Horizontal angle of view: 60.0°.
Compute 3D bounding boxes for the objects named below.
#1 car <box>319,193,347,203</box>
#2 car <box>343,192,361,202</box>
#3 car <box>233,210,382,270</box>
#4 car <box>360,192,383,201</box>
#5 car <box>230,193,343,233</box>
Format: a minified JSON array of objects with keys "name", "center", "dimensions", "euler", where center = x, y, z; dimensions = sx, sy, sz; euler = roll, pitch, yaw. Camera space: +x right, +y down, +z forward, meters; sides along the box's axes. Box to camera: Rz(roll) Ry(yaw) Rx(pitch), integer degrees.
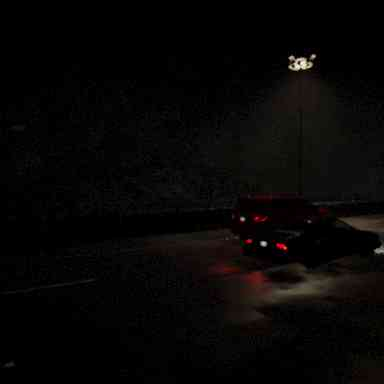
[{"name":"car","center":[23.261,0.972,54.779],"dimensions":[4.892,1.490,1.837],"euler":[-1,1,-35]},{"name":"car","center":[25.382,0.816,52.001],"dimensions":[4.553,1.767,2.097],"euler":[-1,1,-35]},{"name":"car","center":[4.128,1.529,11.033],"dimensions":[5.357,1.411,2.033],"euler":[0,0,-35]},{"name":"car","center":[27.320,0.991,49.092],"dimensions":[4.674,1.442,1.812],"euler":[-1,1,-35]},{"name":"car","center":[4.308,1.190,15.426],"dimensions":[5.566,2.045,2.150],"euler":[-1,0,-35]}]
